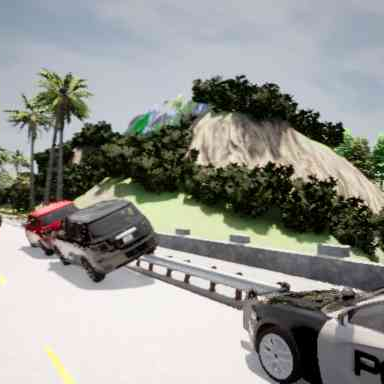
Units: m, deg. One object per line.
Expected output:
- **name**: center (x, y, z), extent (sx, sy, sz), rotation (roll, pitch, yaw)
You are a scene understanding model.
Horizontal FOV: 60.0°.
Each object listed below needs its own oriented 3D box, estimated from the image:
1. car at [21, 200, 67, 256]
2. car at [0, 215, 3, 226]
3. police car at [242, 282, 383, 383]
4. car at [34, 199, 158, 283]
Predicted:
- **car**: center (-6.876, 1.623, 16.437), extent (2.150, 2.045, 5.566), rotation (-27, 14, -33)
- **car**: center (-20.625, 2.713, 34.042), extent (1.837, 1.490, 4.892), rotation (3, -3, -36)
- **police car**: center (2.735, 1.698, 3.737), extent (1.930, 1.638, 5.238), rotation (4, -4, -36)
- **car**: center (-3.346, 1.468, 11.585), extent (2.150, 2.045, 5.566), rotation (-27, 14, -33)
